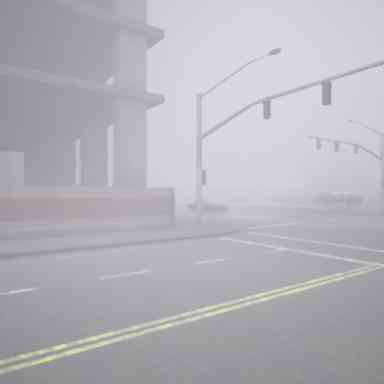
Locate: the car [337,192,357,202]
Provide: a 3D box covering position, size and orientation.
[{"bbox_3d":[39.992,1.048,85.904,3.866,1.878,1.905,0,0,-35],"label":"car"}]

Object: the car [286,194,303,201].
[{"bbox_3d":[24.083,1.279,78.166,3.905,1.438,1.784,0,0,-35],"label":"car"}]

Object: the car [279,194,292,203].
[{"bbox_3d":[18.210,1.299,60.371,3.905,1.438,1.784,0,0,-35],"label":"car"}]

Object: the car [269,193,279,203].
[{"bbox_3d":[16.618,1.089,62.532,4.605,1.855,1.932,0,0,-35],"label":"car"}]

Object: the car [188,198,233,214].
[{"bbox_3d":[1.615,1.518,33.914,1.895,1.301,4.718,0,0,-36],"label":"car"}]

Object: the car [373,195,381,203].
[{"bbox_3d":[35.541,1.310,62.025,3.806,1.475,1.970,0,0,-35],"label":"car"}]

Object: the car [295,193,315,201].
[{"bbox_3d":[25.704,1.069,75.764,4.605,1.855,1.932,0,0,-35],"label":"car"}]

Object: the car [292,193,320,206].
[{"bbox_3d":[19.882,1.331,58.008,3.806,1.475,1.970,0,0,-35],"label":"car"}]
